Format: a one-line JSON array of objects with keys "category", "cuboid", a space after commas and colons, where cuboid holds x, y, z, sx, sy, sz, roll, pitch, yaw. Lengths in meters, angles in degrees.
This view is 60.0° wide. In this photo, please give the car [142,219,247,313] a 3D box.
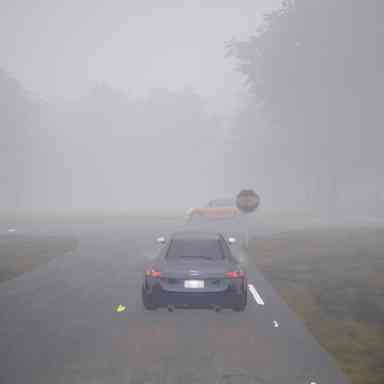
[{"category": "car", "cuboid": [0.097, 1.563, 7.764, 1.994, 1.385, 4.181, 0, 0, 2]}]

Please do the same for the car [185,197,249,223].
[{"category": "car", "cuboid": [1.749, 1.262, 24.116, 4.553, 1.767, 2.097, -1, 1, 0]}]
